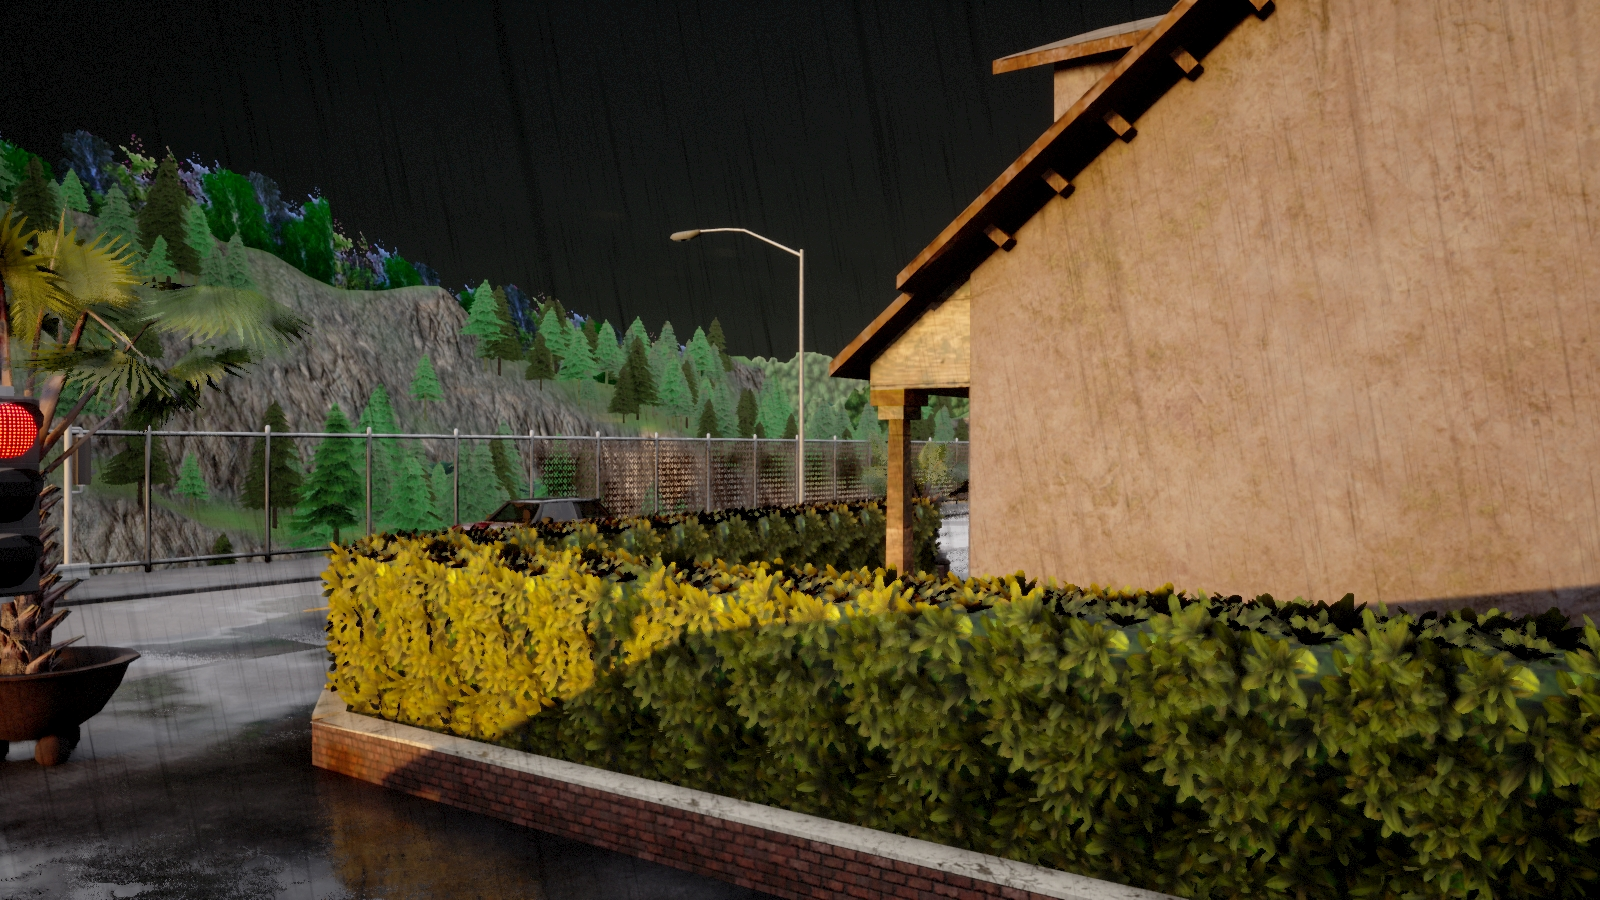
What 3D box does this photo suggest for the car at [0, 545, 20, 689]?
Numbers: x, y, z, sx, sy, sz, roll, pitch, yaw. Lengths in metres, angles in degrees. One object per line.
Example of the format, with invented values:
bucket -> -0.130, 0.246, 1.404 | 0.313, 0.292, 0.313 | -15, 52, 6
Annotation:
car -> -11.638, 1.992, 12.197 | 2.152, 1.651, 5.027 | 0, 0, 35

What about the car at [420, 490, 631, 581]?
car -> -6.312, 1.906, 26.765 | 2.097, 1.767, 4.553 | 0, 0, 35
